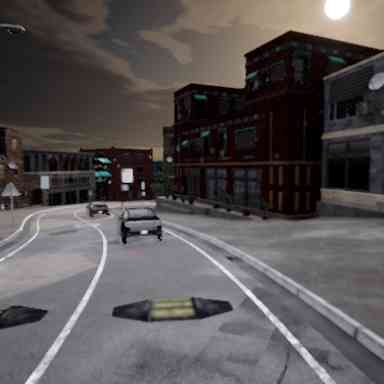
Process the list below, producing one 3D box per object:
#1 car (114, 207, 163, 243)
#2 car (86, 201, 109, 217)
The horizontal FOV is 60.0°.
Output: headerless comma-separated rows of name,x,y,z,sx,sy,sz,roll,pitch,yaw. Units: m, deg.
car,-2.726,1.508,16.531,2.128,1.511,4.902,-2,0,-16
car,-9.571,1.663,33.652,1.837,1.490,4.892,-2,0,-22
